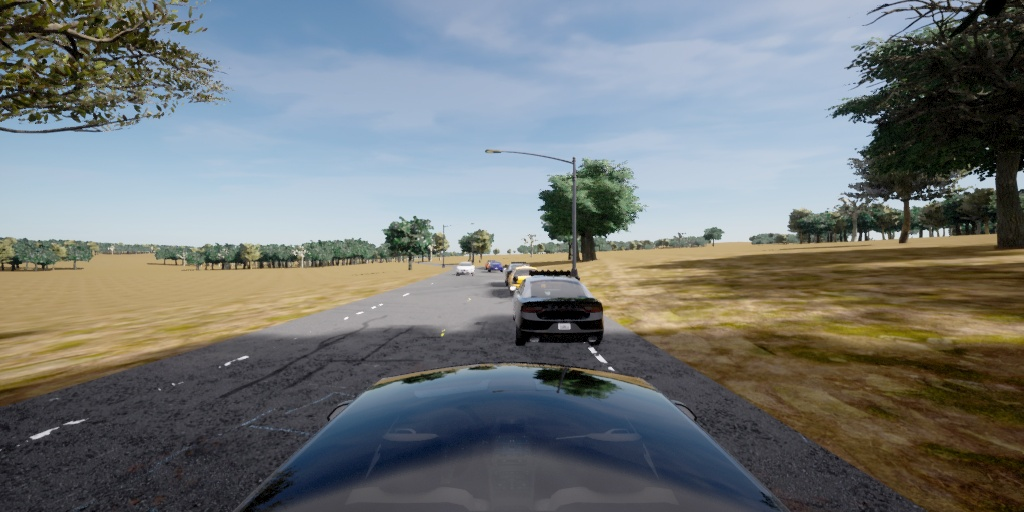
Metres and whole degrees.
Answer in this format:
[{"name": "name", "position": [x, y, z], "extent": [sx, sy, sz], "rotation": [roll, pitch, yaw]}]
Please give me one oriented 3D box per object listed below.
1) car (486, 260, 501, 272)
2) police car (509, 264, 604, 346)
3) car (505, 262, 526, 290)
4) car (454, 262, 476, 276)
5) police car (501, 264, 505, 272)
[{"name": "car", "position": [-2.215, 1.451, 48.310], "extent": [1.812, 1.442, 4.674], "rotation": [0, -1, -5]}, {"name": "police car", "position": [0.990, 1.188, 9.638], "extent": [1.930, 1.638, 5.238], "rotation": [0, 0, -1]}, {"name": "car", "position": [0.718, 1.241, 19.773], "extent": [1.801, 1.575, 5.366], "rotation": [0, 0, -2]}, {"name": "car", "position": [-4.936, 1.366, 38.222], "extent": [1.812, 1.442, 4.674], "rotation": [0, 0, -4]}, {"name": "police car", "position": [0.460, 1.223, 25.722], "extent": [1.930, 1.638, 5.238], "rotation": [0, 0, -3]}]
